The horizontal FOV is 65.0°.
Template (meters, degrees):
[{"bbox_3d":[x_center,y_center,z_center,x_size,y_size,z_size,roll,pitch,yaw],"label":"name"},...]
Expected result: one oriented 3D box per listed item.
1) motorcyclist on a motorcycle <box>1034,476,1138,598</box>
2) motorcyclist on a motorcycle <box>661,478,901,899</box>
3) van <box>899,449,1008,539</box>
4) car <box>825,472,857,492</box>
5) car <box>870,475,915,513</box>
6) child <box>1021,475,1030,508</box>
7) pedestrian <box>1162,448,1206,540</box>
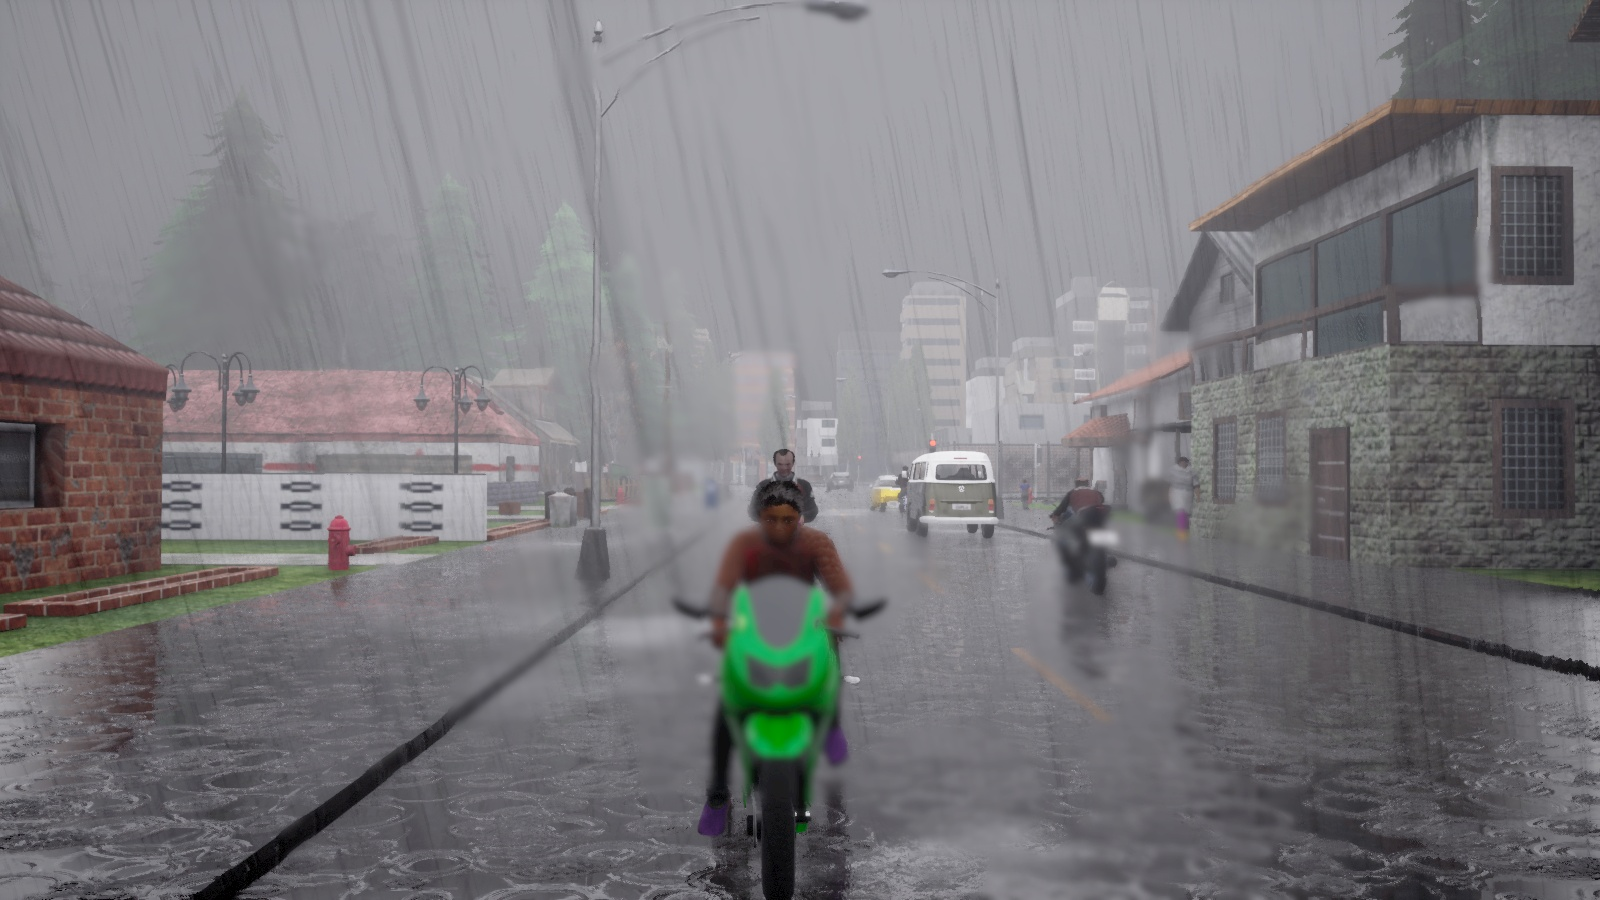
[{"bbox_3d":[3.805,1.117,16.896,0.866,1.530,2.191,0,-1,-1],"label":"motorcyclist on a motorcycle"},{"bbox_3d":[-0.075,0.884,5.210,0.797,1.523,2.044,0,-1,-1],"label":"motorcyclist on a motorcycle"},{"bbox_3d":[3.661,1.038,30.706,2.069,2.038,4.480,0,-1,-1],"label":"van"},{"bbox_3d":[3.015,2.362,93.129,2.163,1.488,4.792,0,-1,-1],"label":"car"},{"bbox_3d":[3.493,1.654,47.662,1.481,1.376,2.207,0,-1,-1],"label":"car"},{"bbox_3d":[8.683,1.580,48.361,0.270,1.263,0.437,0,-1,0],"label":"child"},{"bbox_3d":[8.322,0.947,27.235,0.659,1.952,0.873,0,-1,0],"label":"pedestrian"}]
